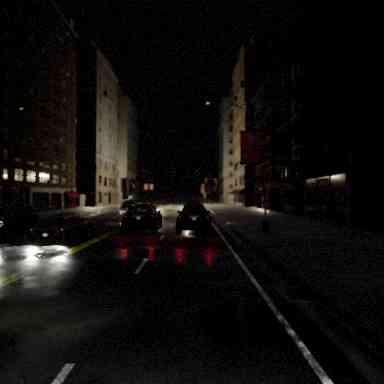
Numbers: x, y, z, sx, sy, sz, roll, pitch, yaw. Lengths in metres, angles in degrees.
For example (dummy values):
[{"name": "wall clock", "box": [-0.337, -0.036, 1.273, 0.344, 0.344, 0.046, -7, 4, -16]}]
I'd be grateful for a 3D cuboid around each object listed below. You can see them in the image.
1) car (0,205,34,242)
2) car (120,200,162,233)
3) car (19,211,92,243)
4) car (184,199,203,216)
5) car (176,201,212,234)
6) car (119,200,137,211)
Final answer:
[{"name": "car", "box": [-9.829, 1.539, 17.489, 2.097, 1.767, 4.553, 0, -1, 0]}, {"name": "car", "box": [-3.126, 1.584, 21.552, 2.097, 1.767, 4.553, 0, -1, 0]}, {"name": "car", "box": [-6.579, 1.744, 16.878, 1.994, 1.385, 4.181, 0, -1, 0]}, {"name": "car", "box": [0.145, 1.777, 38.551, 2.097, 1.767, 4.553, 0, -1, 0]}, {"name": "car", "box": [0.123, 1.578, 21.002, 2.097, 1.767, 4.553, 0, -1, 0]}, {"name": "car", "box": [-9.777, 2.078, 51.360, 1.837, 1.490, 4.892, 0, -1, 0]}]
